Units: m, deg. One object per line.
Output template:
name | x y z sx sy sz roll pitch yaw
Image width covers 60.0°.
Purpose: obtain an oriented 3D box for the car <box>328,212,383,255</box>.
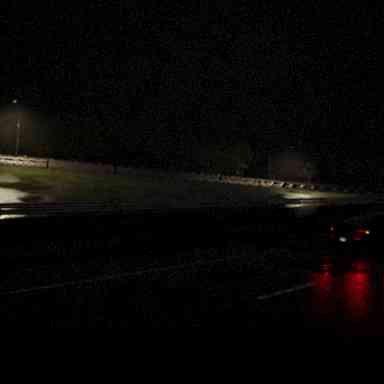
car | 7.340 1.520 13.347 4.674 1.442 1.812 0 0 -35
